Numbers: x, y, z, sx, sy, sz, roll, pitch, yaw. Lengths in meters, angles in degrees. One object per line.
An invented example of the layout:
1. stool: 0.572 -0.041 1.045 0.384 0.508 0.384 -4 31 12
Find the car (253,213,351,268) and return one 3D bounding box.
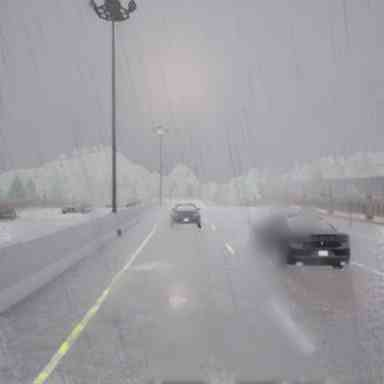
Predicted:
1. car: 3.349 1.428 11.084 1.882 1.535 5.008 0 0 -1

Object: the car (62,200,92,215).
1. car: -11.358 1.509 33.097 1.994 1.385 4.181 0 0 -1

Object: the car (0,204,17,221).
1. car: -14.652 1.550 24.328 1.994 1.385 4.181 0 0 -1

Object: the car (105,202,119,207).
1. car: -15.528 2.583 64.814 2.033 1.411 5.357 0 -5 -1

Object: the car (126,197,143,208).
1. car: -8.187 1.503 47.687 1.837 1.490 4.892 0 -2 -1

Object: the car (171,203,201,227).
1. car: -0.393 1.459 21.833 1.812 1.442 4.674 0 0 -1
